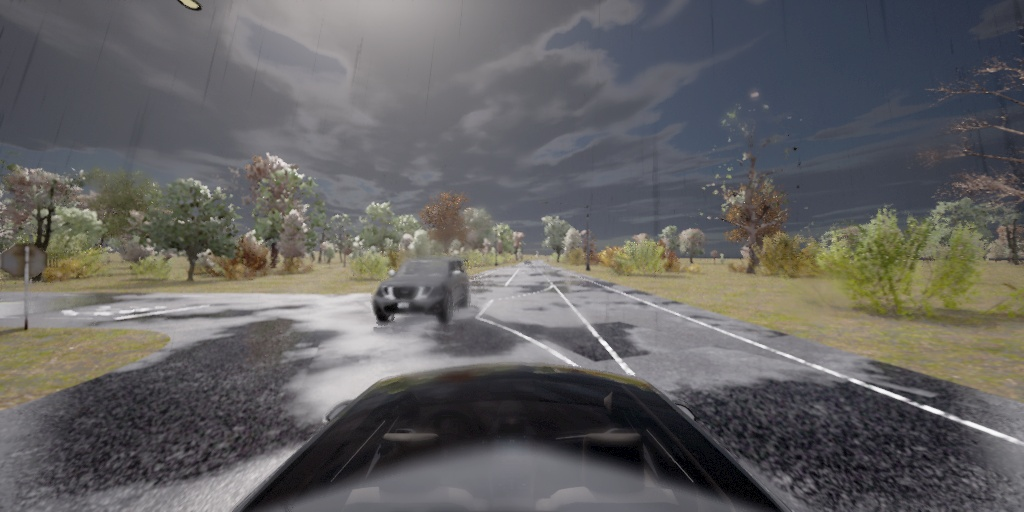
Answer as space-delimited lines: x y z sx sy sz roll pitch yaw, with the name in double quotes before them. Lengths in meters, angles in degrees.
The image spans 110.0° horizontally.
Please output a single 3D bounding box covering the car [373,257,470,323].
"car" -2.880 1.047 12.763 2.150 2.045 5.566 0 -1 3
